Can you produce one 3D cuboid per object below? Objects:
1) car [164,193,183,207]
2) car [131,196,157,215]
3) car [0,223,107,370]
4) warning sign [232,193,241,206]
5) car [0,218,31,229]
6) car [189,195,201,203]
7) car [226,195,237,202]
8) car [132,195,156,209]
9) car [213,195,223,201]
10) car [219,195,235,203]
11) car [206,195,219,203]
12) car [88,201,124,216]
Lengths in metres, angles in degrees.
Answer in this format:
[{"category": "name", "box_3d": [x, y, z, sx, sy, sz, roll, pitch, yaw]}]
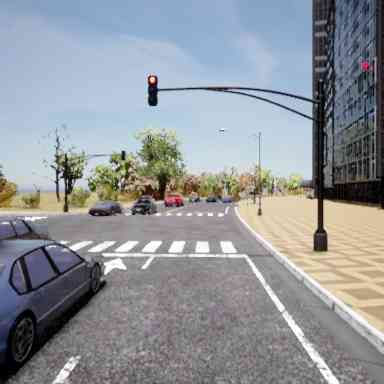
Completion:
[{"category": "car", "box_3d": [-2.709, 1.199, 50.387, 2.150, 2.045, 5.566, 0, 0, 8]}, {"category": "car", "box_3d": [-4.765, 1.489, 33.647, 1.837, 1.490, 4.892, 0, 0, 6]}, {"category": "car", "box_3d": [-3.035, 1.544, 5.651, 2.033, 1.411, 5.357, 0, 0, 1]}, {"category": "warning sign", "box_3d": [6.478, 1.099, 48.188, 1.300, 1.860, 1.060, 0, 0, 8]}, {"category": "car", "box_3d": [-6.358, 1.541, 10.421, 2.033, 1.411, 5.357, 0, 0, 2]}, {"category": "car", "box_3d": [0.644, 1.469, 69.522, 2.128, 1.511, 4.902, 0, 0, 11]}, {"category": "car", "box_3d": [9.649, 1.507, 80.338, 2.128, 1.511, 4.902, 0, 0, 14]}, {"category": "car", "box_3d": [-6.578, 1.330, 46.083, 2.097, 1.767, 4.553, 0, 0, 8]}, {"category": "car", "box_3d": [6.339, 1.353, 80.466, 1.812, 1.442, 4.674, 0, 0, 14]}, {"category": "car", "box_3d": [7.495, 1.528, 70.037, 2.033, 1.411, 5.357, 0, 0, 12]}, {"category": "car", "box_3d": [4.217, 1.525, 70.759, 1.994, 1.385, 4.181, 0, 0, 12]}, {"category": "car", "box_3d": [-8.183, 1.530, 32.159, 2.033, 1.411, 5.357, 0, 0, 6]}]
